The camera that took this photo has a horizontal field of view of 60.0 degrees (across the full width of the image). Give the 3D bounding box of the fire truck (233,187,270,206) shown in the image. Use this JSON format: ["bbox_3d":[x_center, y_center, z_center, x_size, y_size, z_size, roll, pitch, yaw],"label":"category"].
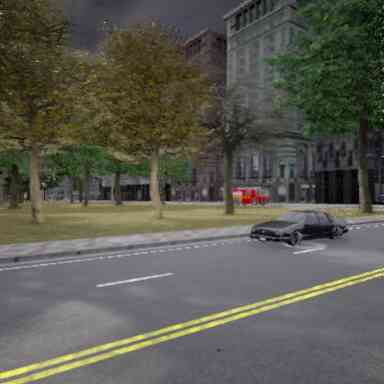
[{"bbox_3d":[11.785,0.857,67.696,2.891,3.827,8.468,0,-1,-35],"label":"fire truck"}]

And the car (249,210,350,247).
[{"bbox_3d":[5.095,1.559,15.309,5.357,1.411,2.033,0,0,-36],"label":"car"}]
